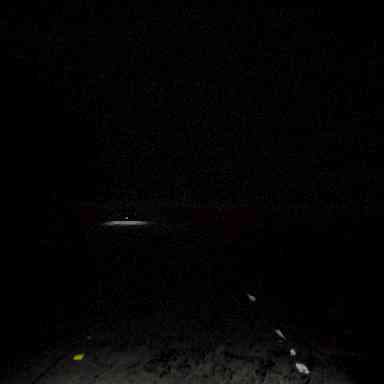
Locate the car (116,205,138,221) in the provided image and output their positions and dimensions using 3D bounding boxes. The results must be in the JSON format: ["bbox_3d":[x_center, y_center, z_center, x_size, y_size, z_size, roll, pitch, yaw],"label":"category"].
[{"bbox_3d":[-6.120,1.892,31.492,2.033,1.411,5.357,0,-1,-10],"label":"car"}]
